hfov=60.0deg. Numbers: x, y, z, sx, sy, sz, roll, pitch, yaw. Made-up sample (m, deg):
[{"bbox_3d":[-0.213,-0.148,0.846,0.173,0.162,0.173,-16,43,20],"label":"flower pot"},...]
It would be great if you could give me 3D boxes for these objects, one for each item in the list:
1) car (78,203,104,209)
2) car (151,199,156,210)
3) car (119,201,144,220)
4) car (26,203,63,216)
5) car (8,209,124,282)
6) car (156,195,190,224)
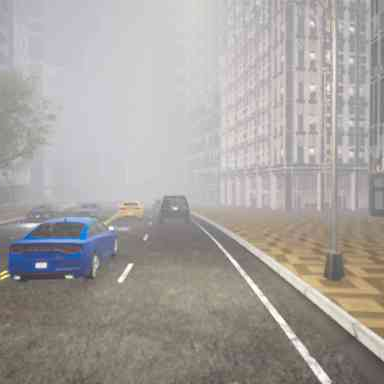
[{"bbox_3d":[-8.266,1.573,27.075,2.033,1.411,5.357,0,0,-7],"label":"car"},{"bbox_3d":[-4.100,1.526,42.410,1.812,1.442,4.674,0,0,-11],"label":"car"},{"bbox_3d":[-5.092,1.489,28.162,1.882,1.535,5.008,0,0,-7],"label":"car"},{"bbox_3d":[-11.438,1.603,26.143,1.994,1.385,4.181,0,0,-7],"label":"car"},{"bbox_3d":[-3.472,1.485,9.880,1.882,1.535,5.008,0,0,-3],"label":"car"},{"bbox_3d":[-1.414,1.218,24.939,2.150,2.045,5.566,0,0,-6],"label":"car"}]
